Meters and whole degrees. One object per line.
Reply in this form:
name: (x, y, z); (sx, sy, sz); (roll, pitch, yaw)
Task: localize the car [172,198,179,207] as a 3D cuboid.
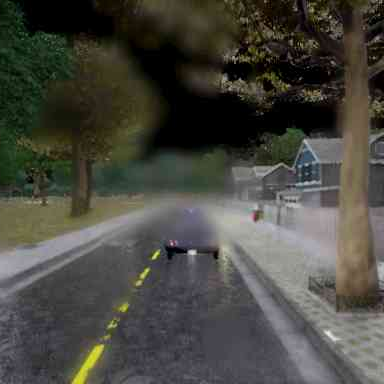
car: (-2.689, 2.065, 64.891); (2.097, 1.767, 4.553); (0, -1, 0)

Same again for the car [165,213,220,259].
car: (0.034, 1.741, 13.264); (1.895, 1.301, 4.718); (0, -1, 0)

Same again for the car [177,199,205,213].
car: (0.055, 1.651, 28.435); (2.097, 1.767, 4.553); (0, -1, 1)
